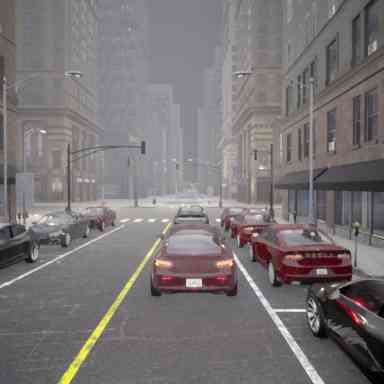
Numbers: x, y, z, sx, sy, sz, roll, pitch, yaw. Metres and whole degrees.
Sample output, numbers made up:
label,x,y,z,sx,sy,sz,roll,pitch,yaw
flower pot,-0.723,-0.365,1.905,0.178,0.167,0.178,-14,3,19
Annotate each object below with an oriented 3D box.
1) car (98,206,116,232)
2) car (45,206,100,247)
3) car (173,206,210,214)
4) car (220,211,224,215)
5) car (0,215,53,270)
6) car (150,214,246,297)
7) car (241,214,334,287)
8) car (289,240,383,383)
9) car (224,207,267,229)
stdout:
label,x,y,z,sx,sy,sz,roll,pitch,yaw
car,-5.830,1.543,20.216,1.887,1.381,4.507,-1,0,0
car,-5.814,1.549,14.711,2.008,1.369,4.403,-1,0,0
car,-0.022,1.490,18.259,2.128,1.511,4.902,0,0,1
car,2.695,1.543,20.241,1.887,1.381,4.507,-1,0,0
car,-5.797,1.565,9.206,1.947,1.339,4.313,-1,0,0
car,0.045,1.525,8.486,1.812,1.442,4.674,0,0,0
car,2.728,1.544,9.230,1.887,1.381,4.507,-1,0,0
car,2.745,1.565,3.726,1.947,1.339,4.313,-1,0,0
car,2.711,1.543,14.736,1.887,1.381,4.507,-1,0,0
